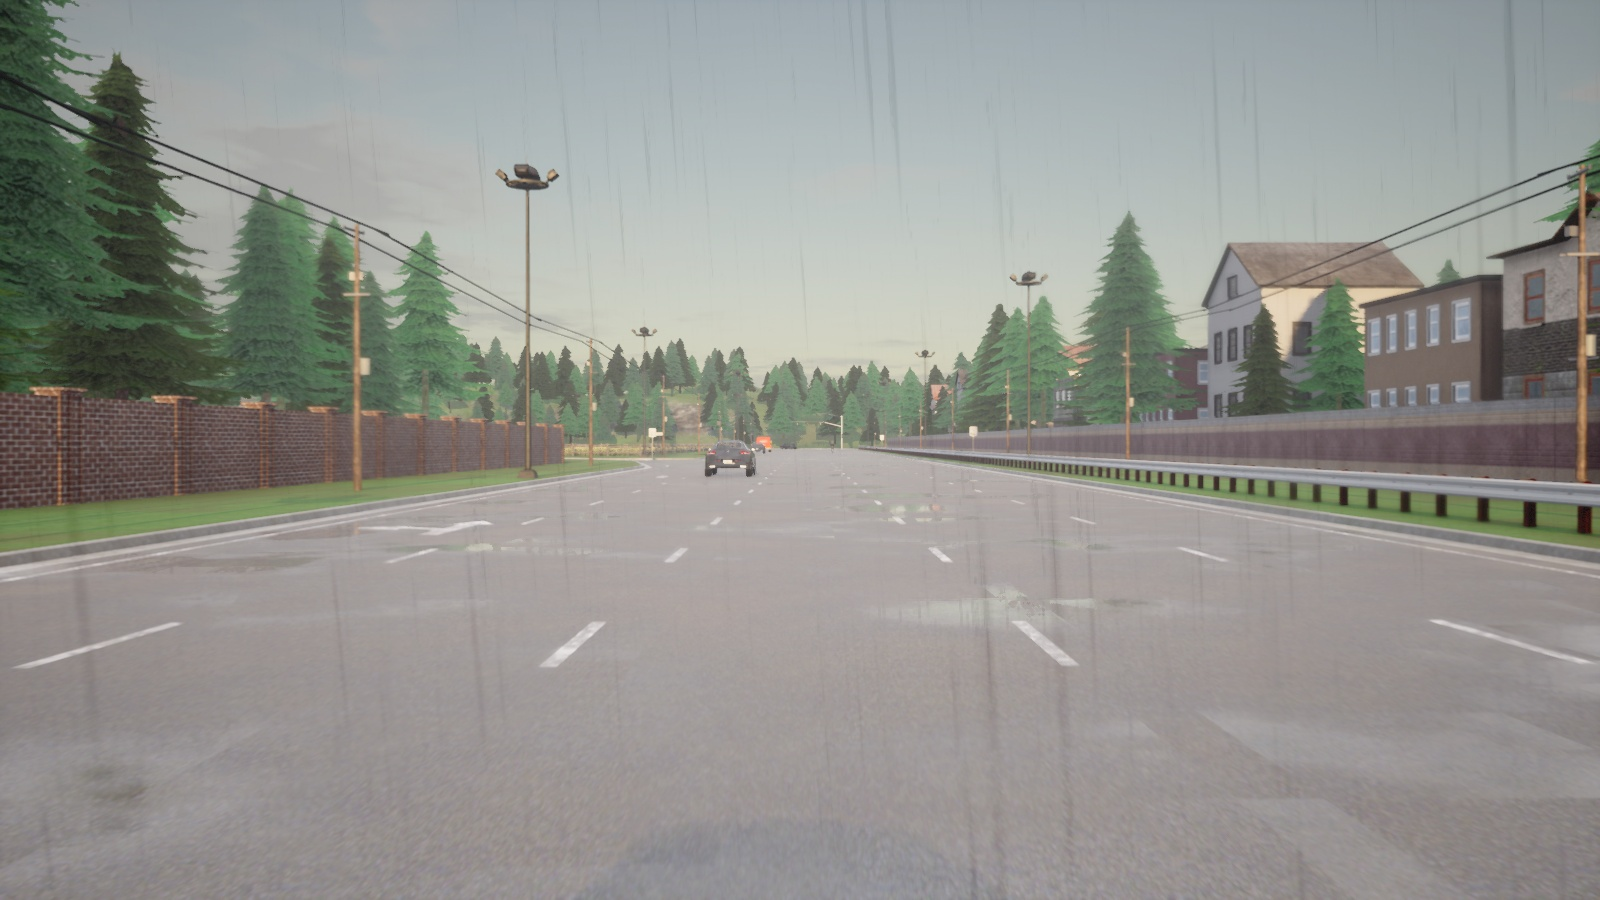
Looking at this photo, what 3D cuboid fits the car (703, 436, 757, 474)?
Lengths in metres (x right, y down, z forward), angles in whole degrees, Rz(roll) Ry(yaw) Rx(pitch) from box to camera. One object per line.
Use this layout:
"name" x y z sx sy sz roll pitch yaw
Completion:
"car" -3.156 0.198 57.540 2.152 1.651 5.027 0 0 0
